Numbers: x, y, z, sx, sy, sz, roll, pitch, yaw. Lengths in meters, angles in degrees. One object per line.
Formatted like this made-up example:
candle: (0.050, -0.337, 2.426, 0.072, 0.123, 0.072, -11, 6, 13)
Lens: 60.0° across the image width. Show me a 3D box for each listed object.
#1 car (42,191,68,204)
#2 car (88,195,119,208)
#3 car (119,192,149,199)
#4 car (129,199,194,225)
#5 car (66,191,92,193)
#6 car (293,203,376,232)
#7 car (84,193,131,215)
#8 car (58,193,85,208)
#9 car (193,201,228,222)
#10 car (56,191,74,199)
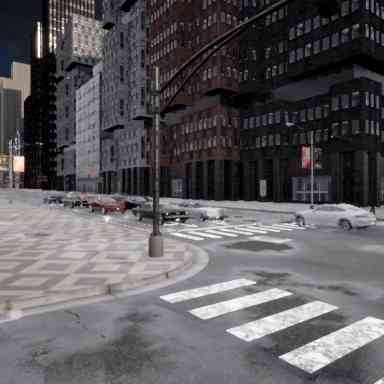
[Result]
car: (-19.336, 0.876, 46.087, 2.033, 1.411, 5.357, 0, 1, -35)
car: (-10.533, 1.083, 39.352, 1.895, 1.301, 4.718, 0, 1, -36)
car: (-5.043, 1.096, 31.714, 1.882, 1.535, 5.008, 0, 1, -36)
car: (-2.156, 1.356, 22.133, 1.895, 1.301, 4.718, 0, 1, -36)
car: (-16.491, 0.682, 47.691, 2.097, 1.767, 4.553, 0, 1, -36)
car: (8.126, 1.389, 19.315, 1.812, 1.442, 4.674, 0, 1, -36)
car: (-7.638, 1.101, 29.753, 1.882, 1.535, 5.008, 0, 1, -36)
car: (-13.114, 1.089, 37.377, 1.895, 1.301, 4.718, 0, 1, -36)
car: (0.441, 1.351, 24.089, 1.895, 1.301, 4.718, 0, 1, -36)
car: (-24.988, 0.573, 65.343, 2.033, 1.411, 5.357, 0, 1, -36)
